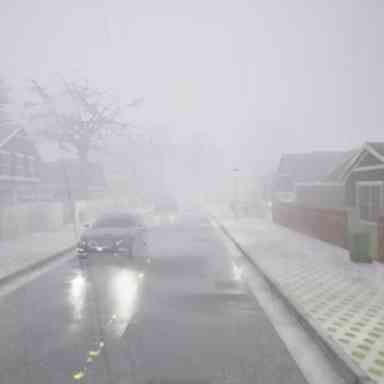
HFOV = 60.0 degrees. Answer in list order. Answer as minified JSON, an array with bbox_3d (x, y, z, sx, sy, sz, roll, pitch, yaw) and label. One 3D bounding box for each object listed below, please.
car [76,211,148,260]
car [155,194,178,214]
[{"bbox_3d":[-2.812,1.526,12.631,1.837,1.490,4.892,0,-1,0],"label":"car"},{"bbox_3d":[-2.741,1.277,36.368,2.150,2.045,5.566,0,0,0],"label":"car"}]
